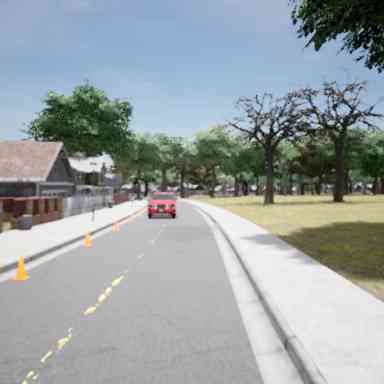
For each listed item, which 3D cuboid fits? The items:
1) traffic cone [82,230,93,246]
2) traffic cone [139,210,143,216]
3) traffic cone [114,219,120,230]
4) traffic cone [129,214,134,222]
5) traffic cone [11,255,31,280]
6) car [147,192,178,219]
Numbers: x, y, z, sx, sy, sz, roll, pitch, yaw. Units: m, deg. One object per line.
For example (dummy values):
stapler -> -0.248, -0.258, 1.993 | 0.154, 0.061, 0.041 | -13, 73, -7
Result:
traffic cone -> -4.176, 1.827, 13.315 | 0.340, 0.580, 0.340 | 0, 0, 1
traffic cone -> -4.322, 1.730, 28.199 | 0.340, 0.580, 0.340 | 0, 0, -2
traffic cone -> -4.146, 1.790, 18.276 | 0.340, 0.580, 0.340 | 0, 0, 0
traffic cone -> -4.195, 1.757, 23.239 | 0.340, 0.580, 0.340 | 0, 0, -1
traffic cone -> -4.284, 1.869, 8.355 | 0.340, 0.580, 0.340 | 0, 0, 2
car -> -2.342, 1.002, 27.134 | 2.150, 2.045, 5.566 | 0, 0, -2
